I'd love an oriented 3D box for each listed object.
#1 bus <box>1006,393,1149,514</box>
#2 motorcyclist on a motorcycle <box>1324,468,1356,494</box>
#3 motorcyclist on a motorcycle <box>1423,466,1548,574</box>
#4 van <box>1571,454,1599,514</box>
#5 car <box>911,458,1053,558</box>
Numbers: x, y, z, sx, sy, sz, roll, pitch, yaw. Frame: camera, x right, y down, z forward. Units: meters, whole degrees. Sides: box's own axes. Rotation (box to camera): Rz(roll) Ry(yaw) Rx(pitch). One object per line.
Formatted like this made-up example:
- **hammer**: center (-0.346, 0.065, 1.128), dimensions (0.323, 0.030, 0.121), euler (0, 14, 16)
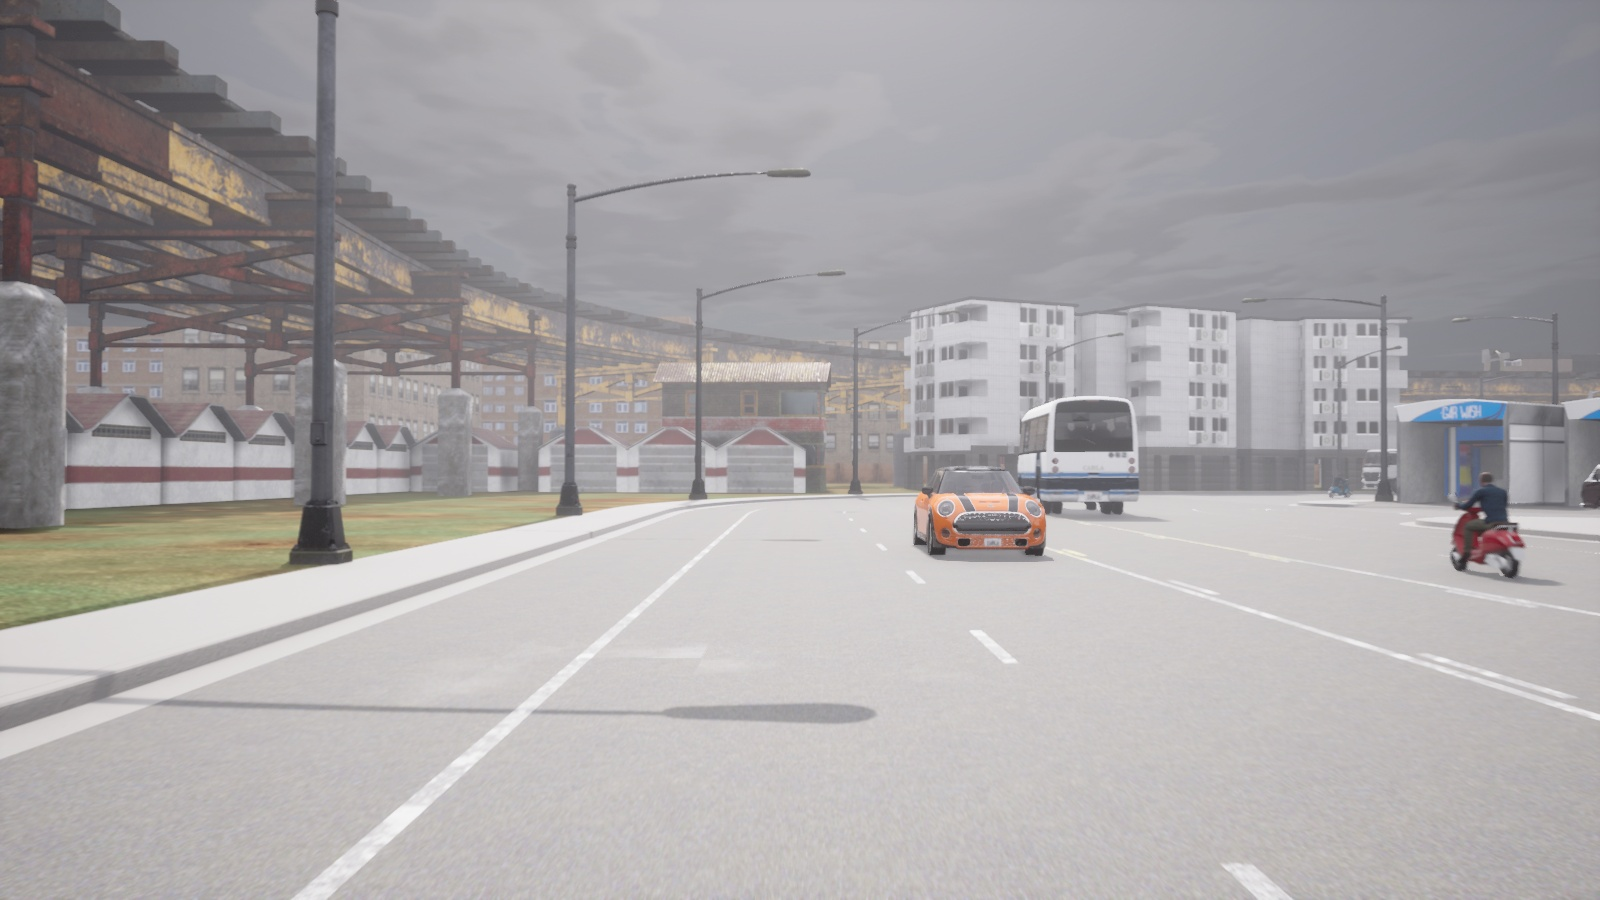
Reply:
- **bus**: center (10.680, 0.227, 49.659), dimensions (3.944, 4.253, 10.273), euler (-1, -1, 4)
- **motorcyclist on a motorcycle**: center (33.753, 1.947, 78.488), dimensions (1.817, 1.590, 0.866), euler (0, -1, -23)
- **motorcyclist on a motorcycle**: center (10.550, 1.051, 19.400), dimensions (0.866, 1.590, 1.817), euler (0, -1, -2)
- **van**: center (28.584, 1.123, 41.802), dimensions (2.069, 2.038, 4.480), euler (1, -1, -34)
- **car**: center (3.441, 1.071, 24.582), dimensions (2.097, 1.767, 4.553), euler (0, -1, 0)
